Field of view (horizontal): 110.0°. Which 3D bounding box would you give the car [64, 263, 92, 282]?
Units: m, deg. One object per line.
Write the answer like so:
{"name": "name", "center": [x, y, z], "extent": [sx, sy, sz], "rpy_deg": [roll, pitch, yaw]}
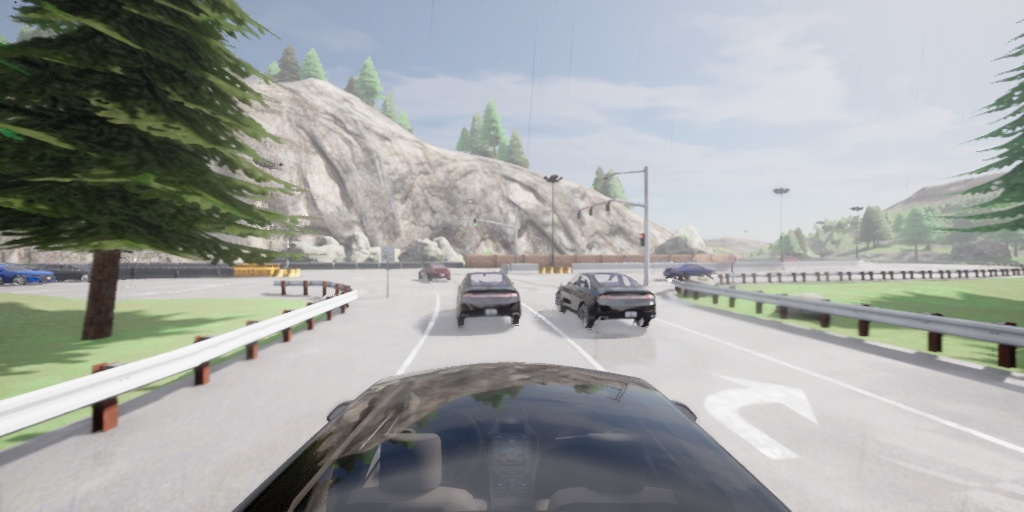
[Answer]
{"name": "car", "center": [-35.391, 1.353, 28.919], "extent": [4.892, 1.490, 1.837], "rpy_deg": [2, -1, -13]}

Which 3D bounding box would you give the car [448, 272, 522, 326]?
{"name": "car", "center": [-0.887, 1.268, 11.801], "extent": [2.128, 1.511, 4.902], "rpy_deg": [0, 0, -8]}

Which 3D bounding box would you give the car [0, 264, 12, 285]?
{"name": "car", "center": [-35.153, 1.376, 21.773], "extent": [5.357, 1.411, 2.033], "rpy_deg": [0, 0, -13]}

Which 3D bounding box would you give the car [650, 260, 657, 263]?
{"name": "car", "center": [23.759, 1.330, 57.908], "extent": [4.902, 1.511, 2.128], "rpy_deg": [0, 0, -13]}

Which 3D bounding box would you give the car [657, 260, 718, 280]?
{"name": "car", "center": [15.069, 1.314, 30.302], "extent": [4.674, 1.442, 1.812], "rpy_deg": [0, 0, -15]}

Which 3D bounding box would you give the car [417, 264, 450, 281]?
{"name": "car", "center": [-6.699, 1.368, 30.897], "extent": [1.812, 1.442, 4.674], "rpy_deg": [0, 0, -29]}

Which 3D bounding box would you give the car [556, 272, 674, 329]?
{"name": "car", "center": [2.728, 1.261, 11.414], "extent": [2.128, 1.511, 4.902], "rpy_deg": [0, 0, -6]}

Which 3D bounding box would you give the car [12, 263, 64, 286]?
{"name": "car", "center": [-35.770, 1.317, 25.228], "extent": [5.008, 1.535, 1.882], "rpy_deg": [0, 0, -13]}
